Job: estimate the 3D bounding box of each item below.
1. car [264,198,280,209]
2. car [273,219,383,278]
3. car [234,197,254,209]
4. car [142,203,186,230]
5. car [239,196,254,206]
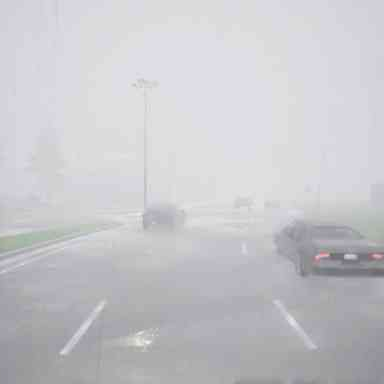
[{"bbox_3d":[10.053,1.462,42.122,1.895,1.301,4.718,0,0,12],"label":"car"},{"bbox_3d":[3.784,1.512,10.052,2.033,1.411,5.357,0,0,4],"label":"car"},{"bbox_3d":[6.317,1.368,41.419,1.837,1.490,4.892,0,-1,12],"label":"car"},{"bbox_3d":[-1.652,1.444,20.790,1.837,1.490,4.892,0,0,10],"label":"car"},{"bbox_3d":[8.494,1.398,51.730,1.994,1.385,4.181,0,0,12],"label":"car"}]
